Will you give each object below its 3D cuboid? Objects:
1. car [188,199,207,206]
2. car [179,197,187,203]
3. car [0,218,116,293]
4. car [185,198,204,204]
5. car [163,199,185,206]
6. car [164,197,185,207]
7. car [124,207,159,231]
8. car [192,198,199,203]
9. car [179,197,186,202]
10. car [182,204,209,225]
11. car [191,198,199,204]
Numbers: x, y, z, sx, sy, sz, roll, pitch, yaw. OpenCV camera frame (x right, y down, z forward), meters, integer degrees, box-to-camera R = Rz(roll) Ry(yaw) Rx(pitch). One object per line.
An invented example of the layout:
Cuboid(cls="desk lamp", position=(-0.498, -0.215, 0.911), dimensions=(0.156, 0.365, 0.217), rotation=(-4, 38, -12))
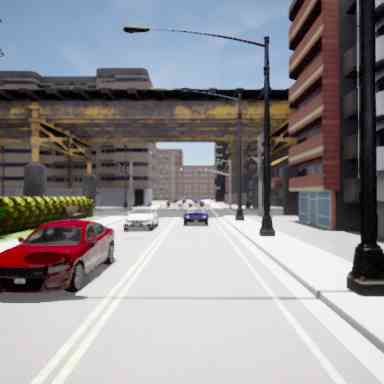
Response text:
Cuboid(cls="car", position=(0.952, 1.836, 59.187), dimensions=(1.853, 1.218, 4.536), rotation=(0, -1, -20))
Cuboid(cls="car", position=(-2.556, 2.312, 94.282), dimensions=(2.038, 1.542, 4.974), rotation=(0, -1, 0))
Cuboid(cls="car", position=(-3.532, 1.563, 9.357), dimensions=(1.882, 1.535, 5.008), rotation=(0, 0, 1))
Cuboid(cls="car", position=(0.969, 1.993, 59.137), dimensions=(2.038, 1.542, 4.974), rotation=(0, -1, -20))
Cuboid(cls="car", position=(-3.166, 1.837, 59.525), dimensions=(1.853, 1.218, 4.536), rotation=(0, -1, 25))
Cuboid(cls="car", position=(-3.188, 1.994, 59.477), dimensions=(2.038, 1.542, 4.974), rotation=(0, -1, 25))
Cuboid(cls="car", position=(-3.331, 1.731, 22.579), dimensions=(1.812, 1.442, 4.674), rotation=(0, -1, 0))
Cuboid(cls="car", position=(0.808, 2.078, 85.787), dimensions=(1.853, 1.218, 4.536), rotation=(0, -1, 0))
Cuboid(cls="car", position=(-2.556, 2.155, 94.336), dimensions=(1.853, 1.218, 4.536), rotation=(0, -1, 0))
Cuboid(cls="car", position=(0.297, 1.841, 26.231), dimensions=(1.895, 1.301, 4.718), rotation=(0, -1, 0))
Cuboid(cls="car", position=(0.808, 2.236, 85.734), dimensions=(2.038, 1.542, 4.974), rotation=(0, -1, 0))
